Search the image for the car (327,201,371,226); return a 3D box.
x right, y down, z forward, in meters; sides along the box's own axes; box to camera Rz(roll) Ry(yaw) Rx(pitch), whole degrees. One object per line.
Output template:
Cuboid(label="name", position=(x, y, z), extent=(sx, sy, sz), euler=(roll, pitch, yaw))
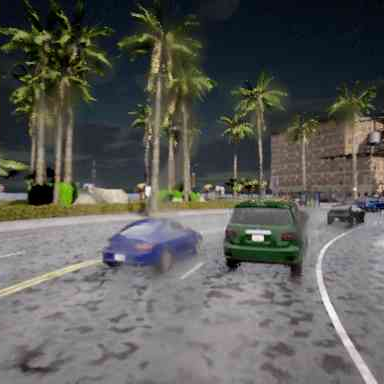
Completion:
Cuboid(label="car", position=(11.972, 1.727, 25.677), extent=(1.837, 1.490, 4.892), euler=(0, -1, 41))

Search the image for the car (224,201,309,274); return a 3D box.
Cuboid(label="car", position=(2.656, 1.306, 11.187), extent=(2.150, 2.045, 5.566), euler=(0, 0, 21))

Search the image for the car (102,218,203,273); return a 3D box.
Cuboid(label="car", position=(-1.118, 1.587, 11.002), extent=(1.812, 1.442, 4.674), euler=(0, 0, 20))

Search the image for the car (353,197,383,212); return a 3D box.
Cuboid(label="car", position=(25.288, 1.641, 45.822), extent=(5.566, 2.045, 2.150), euler=(1, -1, -30))
